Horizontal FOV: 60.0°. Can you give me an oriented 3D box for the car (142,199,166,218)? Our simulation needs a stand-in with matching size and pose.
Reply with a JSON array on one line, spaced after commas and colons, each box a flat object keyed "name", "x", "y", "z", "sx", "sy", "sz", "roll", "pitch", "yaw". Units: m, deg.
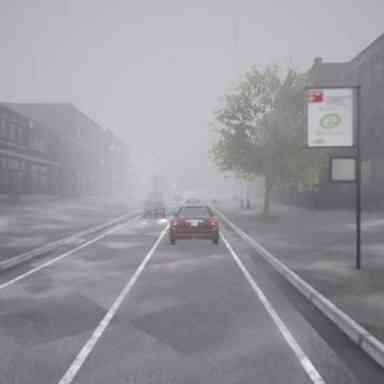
[{"name": "car", "x": -3.102, "y": 1.386, "z": 28.559, "sx": 1.837, "sy": 1.490, "sz": 4.892, "roll": 0, "pitch": 1, "yaw": 0}]

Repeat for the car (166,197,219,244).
[{"name": "car", "x": 0.098, "y": 1.321, "z": 15.783, "sx": 2.097, "sy": 1.767, "sz": 4.553, "roll": 0, "pitch": 0, "yaw": 0}]

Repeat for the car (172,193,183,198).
[{"name": "car", "x": -3.012, "y": 1.037, "z": 70.327, "sx": 1.837, "sy": 1.490, "sz": 4.892, "roll": 0, "pitch": 0, "yaw": 0}]
